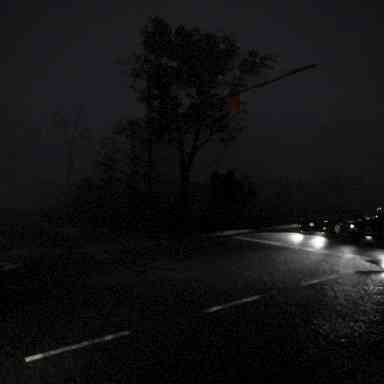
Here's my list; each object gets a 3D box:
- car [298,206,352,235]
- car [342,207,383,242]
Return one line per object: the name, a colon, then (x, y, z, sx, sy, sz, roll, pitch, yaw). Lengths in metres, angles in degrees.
car: (7.715, 1.462, 18.118, 4.181, 1.385, 1.994, 0, 0, -36)
car: (8.905, 1.505, 14.669, 4.718, 1.301, 1.895, 0, 0, -36)
